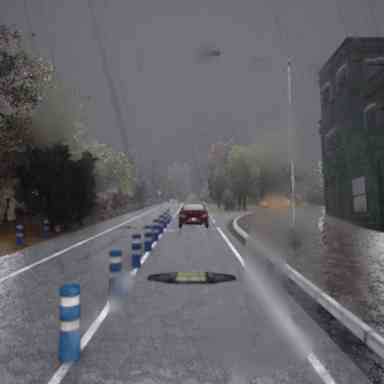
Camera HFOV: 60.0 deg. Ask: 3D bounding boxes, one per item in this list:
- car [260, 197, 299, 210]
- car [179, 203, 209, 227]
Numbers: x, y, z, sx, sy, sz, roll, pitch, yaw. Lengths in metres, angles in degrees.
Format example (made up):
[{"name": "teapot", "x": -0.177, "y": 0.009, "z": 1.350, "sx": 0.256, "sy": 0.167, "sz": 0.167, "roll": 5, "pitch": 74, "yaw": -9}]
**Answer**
[{"name": "car", "x": 9.927, "y": 1.302, "z": 37.599, "sx": 5.008, "sy": 1.535, "sz": 1.882, "roll": 1, "pitch": -7, "yaw": -34}, {"name": "car", "x": 0.108, "y": 1.454, "z": 22.485, "sx": 1.882, "sy": 1.535, "sz": 5.008, "roll": 0, "pitch": 1, "yaw": 0}]
